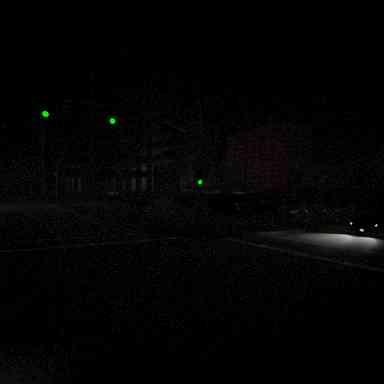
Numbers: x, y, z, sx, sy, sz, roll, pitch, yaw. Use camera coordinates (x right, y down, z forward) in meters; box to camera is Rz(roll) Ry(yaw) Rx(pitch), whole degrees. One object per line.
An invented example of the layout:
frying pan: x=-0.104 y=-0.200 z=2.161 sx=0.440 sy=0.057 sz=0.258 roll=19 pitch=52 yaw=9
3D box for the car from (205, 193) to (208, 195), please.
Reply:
car: x=2.555 y=1.153 z=67.104 sx=1.932 sy=1.855 sz=4.605 roll=0 pitch=0 yaw=-29

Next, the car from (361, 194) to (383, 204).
car: x=23.356 y=1.156 z=41.415 sx=1.905 sy=1.878 sz=3.866 roll=0 pitch=0 yaw=-29

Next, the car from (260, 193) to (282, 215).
car: x=6.260 y=1.156 z=31.781 sx=1.905 sy=1.878 sz=3.866 roll=0 pitch=0 yaw=-29

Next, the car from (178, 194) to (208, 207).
car: x=0.073 y=1.395 z=48.338 sx=1.970 sy=1.475 sz=3.806 roll=0 pitch=0 yaw=-29

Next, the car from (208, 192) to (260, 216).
car: x=3.709 y=1.153 z=30.412 sx=1.932 sy=1.855 sz=4.605 roll=0 pitch=0 yaw=-29

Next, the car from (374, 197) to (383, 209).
car: x=25.887 y=1.395 z=42.822 sx=1.970 sy=1.475 sz=3.806 roll=0 pitch=0 yaw=-29

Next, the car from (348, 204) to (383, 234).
car: x=10.959 y=1.547 z=18.159 sx=5.357 sy=1.411 sz=2.033 roll=0 pitch=0 yaw=-28

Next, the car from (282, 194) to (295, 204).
car: x=14.766 y=1.153 z=56.685 sx=1.932 sy=1.855 sz=4.605 roll=0 pitch=0 yaw=-29

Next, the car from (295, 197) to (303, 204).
car: x=17.323 y=1.364 z=58.046 sx=1.784 sy=1.438 sz=3.905 roll=0 pitch=0 yaw=-29

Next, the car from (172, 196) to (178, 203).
car: x=-2.285 y=1.395 z=64.331 sx=1.970 sy=1.475 sz=3.806 roll=0 pitch=0 yaw=-29
